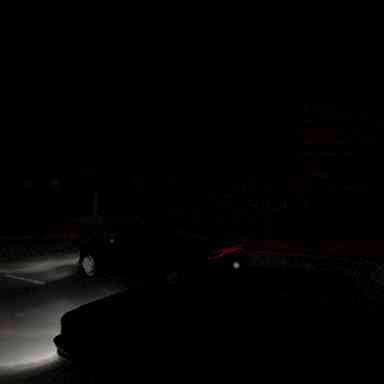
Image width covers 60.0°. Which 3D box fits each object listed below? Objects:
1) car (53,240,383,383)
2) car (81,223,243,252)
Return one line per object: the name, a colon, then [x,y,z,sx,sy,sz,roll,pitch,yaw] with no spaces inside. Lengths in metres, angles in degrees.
car: [0.865,1.555,3.376,5.357,1.411,2.033,-1,0,36]
car: [-0.998,1.577,9.005,5.008,1.535,1.882,-2,-1,35]
